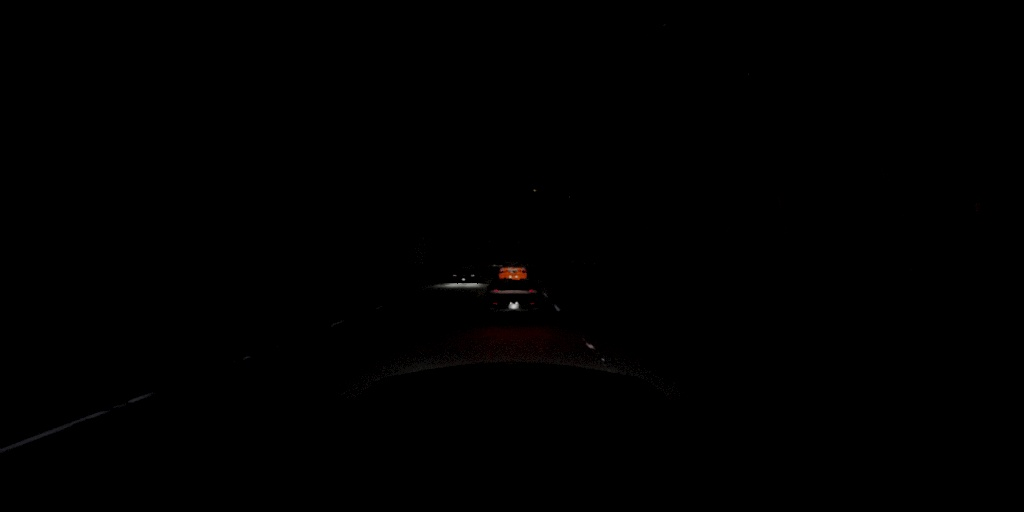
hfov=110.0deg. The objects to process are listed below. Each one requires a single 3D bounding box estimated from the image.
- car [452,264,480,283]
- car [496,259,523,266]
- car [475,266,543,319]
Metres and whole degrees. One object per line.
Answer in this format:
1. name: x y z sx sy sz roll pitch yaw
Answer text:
1. car: -3.541 1.355 29.063 2.033 1.411 5.357 0 0 1
2. car: 0.071 1.157 27.878 2.097 1.767 4.553 0 0 0
3. car: 0.068 1.269 12.930 2.128 1.511 4.902 0 0 0
